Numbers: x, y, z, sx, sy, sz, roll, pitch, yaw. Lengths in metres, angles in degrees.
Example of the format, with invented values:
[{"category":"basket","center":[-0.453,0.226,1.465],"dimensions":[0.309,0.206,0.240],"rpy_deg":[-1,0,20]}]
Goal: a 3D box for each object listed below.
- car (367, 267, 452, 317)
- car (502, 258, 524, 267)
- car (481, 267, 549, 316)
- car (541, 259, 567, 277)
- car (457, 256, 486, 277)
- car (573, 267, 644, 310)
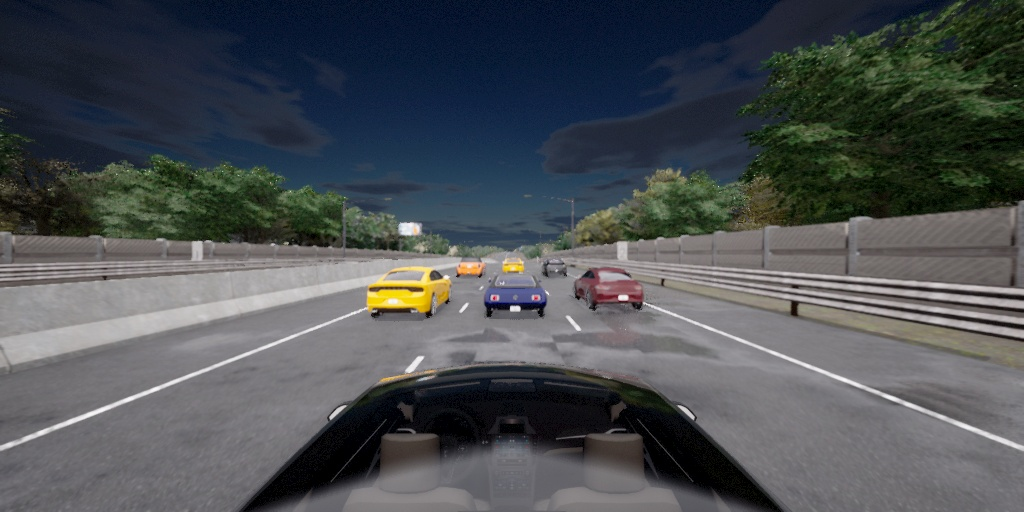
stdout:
[{"category":"car","center":[-3.386,1.121,12.704],"dimensions":[1.882,1.535,5.008],"rpy_deg":[0,1,0]},{"category":"car","center":[0.109,0.945,33.791],"dimensions":[1.882,1.535,5.008],"rpy_deg":[0,0,0]},{"category":"car","center":[0.102,1.244,12.791],"dimensions":[1.895,1.301,4.718],"rpy_deg":[0,1,0]},{"category":"car","center":[3.609,0.974,31.300],"dimensions":[2.128,1.511,4.902],"rpy_deg":[0,0,0]},{"category":"car","center":[-3.392,0.838,30.672],"dimensions":[2.097,1.767,4.553],"rpy_deg":[0,0,0]},{"category":"car","center":[3.604,1.159,13.895],"dimensions":[1.812,1.442,4.674],"rpy_deg":[0,1,0]}]
